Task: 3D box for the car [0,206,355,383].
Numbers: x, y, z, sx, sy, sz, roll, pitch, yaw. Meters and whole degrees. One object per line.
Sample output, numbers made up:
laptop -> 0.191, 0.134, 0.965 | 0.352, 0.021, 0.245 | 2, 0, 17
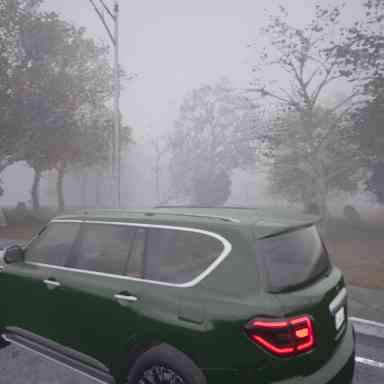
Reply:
car -> -0.887, 1.215, 4.500 | 5.566, 2.045, 2.150 | 0, 0, 34
